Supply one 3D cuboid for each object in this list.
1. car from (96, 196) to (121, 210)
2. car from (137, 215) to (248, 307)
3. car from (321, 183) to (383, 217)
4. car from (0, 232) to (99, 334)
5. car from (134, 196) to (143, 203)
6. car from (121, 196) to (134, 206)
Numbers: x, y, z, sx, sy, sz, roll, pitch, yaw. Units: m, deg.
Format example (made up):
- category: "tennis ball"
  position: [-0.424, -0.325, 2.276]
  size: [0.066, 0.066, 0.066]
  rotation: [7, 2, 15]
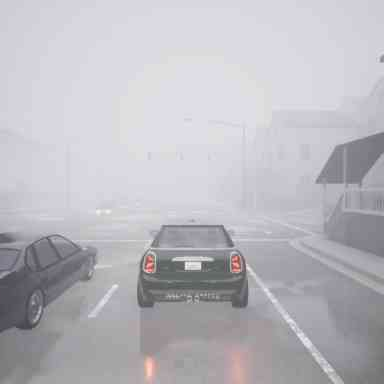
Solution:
- category: "car"
  position: [-11.024, 1.564, 43.221]
  size: [1.994, 1.385, 4.181]
  rotation: [0, 0, -1]
- category: "car"
  position: [0.006, 1.352, 8.124]
  size: [2.097, 1.767, 4.553]
  rotation: [0, 0, 0]
- category: "car"
  position: [13.707, 0.727, 27.933]
  size: [5.566, 2.045, 2.150]
  rotation: [-14, 0, -2]
- category: "car"
  position: [-3.485, 1.547, 6.843]
  size: [2.033, 1.411, 5.357]
  rotation: [0, 0, 0]
- category: "car"
  position: [-11.177, 1.493, 68.454]
  size: [2.128, 1.511, 4.902]
  rotation: [0, 0, -1]
- category: "car"
  position: [-11.112, 1.352, 52.943]
  size: [2.097, 1.767, 4.553]
  rotation: [0, 0, 0]
